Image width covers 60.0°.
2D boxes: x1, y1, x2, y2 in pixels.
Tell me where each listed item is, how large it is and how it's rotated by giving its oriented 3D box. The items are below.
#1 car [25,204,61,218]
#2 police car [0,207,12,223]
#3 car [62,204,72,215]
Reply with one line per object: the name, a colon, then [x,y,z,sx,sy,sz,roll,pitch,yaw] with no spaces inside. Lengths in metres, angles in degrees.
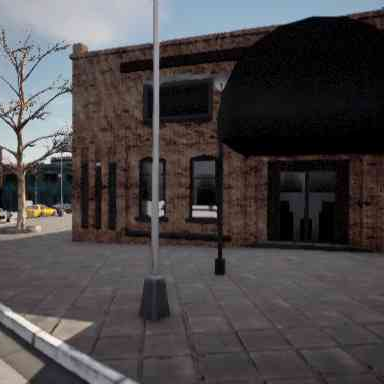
car: [-16.626,2.032,36.221,1.801,1.575,5.366,0,-1,4]
police car: [-16.158,1.836,26.827,1.930,1.638,5.238,0,-1,-10]
car: [-15.898,2.221,41.586,1.837,1.490,4.892,0,-1,12]
